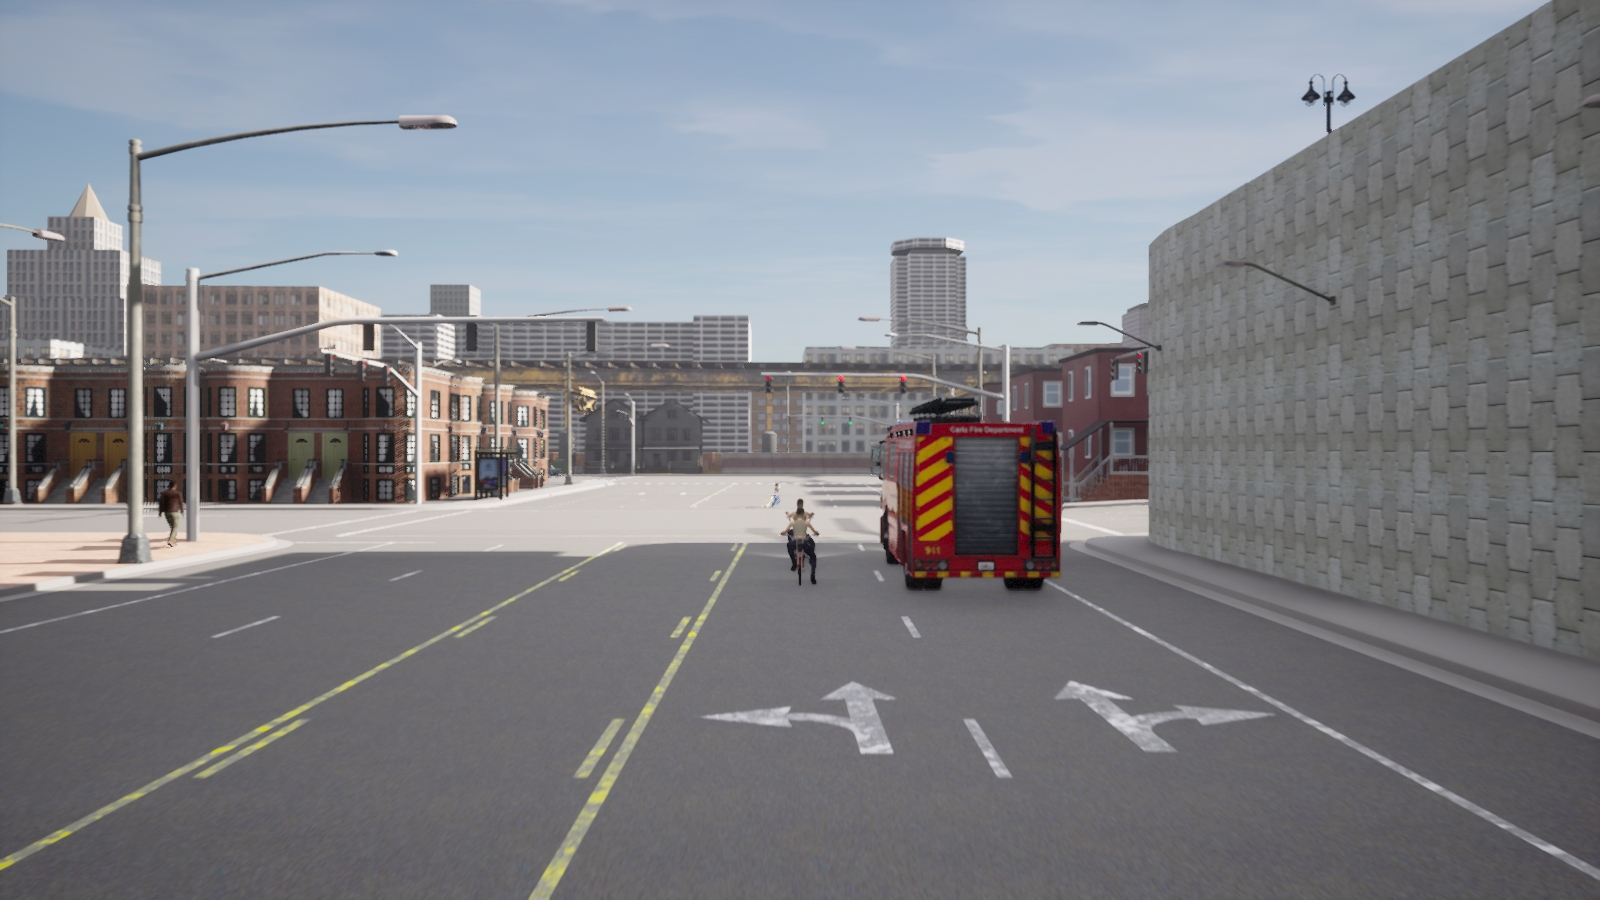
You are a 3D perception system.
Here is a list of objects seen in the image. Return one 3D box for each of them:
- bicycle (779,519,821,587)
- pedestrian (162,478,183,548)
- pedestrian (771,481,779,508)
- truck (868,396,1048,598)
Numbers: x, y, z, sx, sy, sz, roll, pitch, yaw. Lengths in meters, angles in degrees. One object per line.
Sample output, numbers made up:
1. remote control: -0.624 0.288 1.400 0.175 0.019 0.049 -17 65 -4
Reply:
1. bicycle: 0.000 2.145 24.028 0.859 1.301 1.487 0 0 0
2. pedestrian: -16.927 1.697 30.821 0.375 1.860 0.375 0 0 -9
3. pedestrian: -1.191 2.129 54.937 0.375 1.300 0.375 0 0 0
4. truck: 3.248 0.890 25.851 2.891 3.827 8.468 0 0 0
